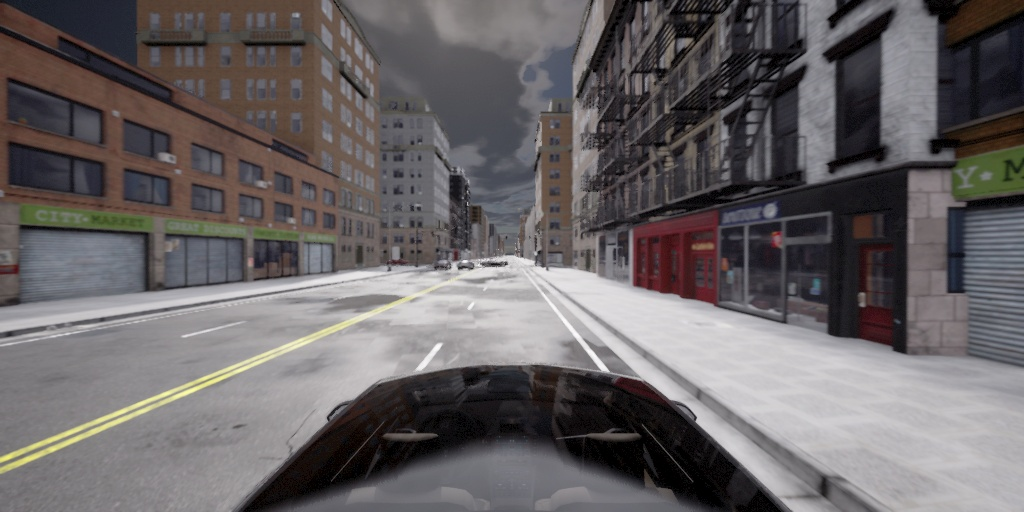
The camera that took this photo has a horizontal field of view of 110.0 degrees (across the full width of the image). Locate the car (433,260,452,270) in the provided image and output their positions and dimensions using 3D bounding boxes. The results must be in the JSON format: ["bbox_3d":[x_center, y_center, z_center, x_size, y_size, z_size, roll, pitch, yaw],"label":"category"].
[{"bbox_3d":[-9.778,1.280,51.219,2.033,1.411,5.357,0,0,0],"label":"car"}]

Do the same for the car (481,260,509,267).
[{"bbox_3d":[-2.913,1.302,61.926,4.718,1.301,1.895,0,0,-1],"label":"car"}]

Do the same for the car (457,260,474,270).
[{"bbox_3d":[-6.535,1.298,50.766,1.994,1.385,4.181,0,0,0],"label":"car"}]
